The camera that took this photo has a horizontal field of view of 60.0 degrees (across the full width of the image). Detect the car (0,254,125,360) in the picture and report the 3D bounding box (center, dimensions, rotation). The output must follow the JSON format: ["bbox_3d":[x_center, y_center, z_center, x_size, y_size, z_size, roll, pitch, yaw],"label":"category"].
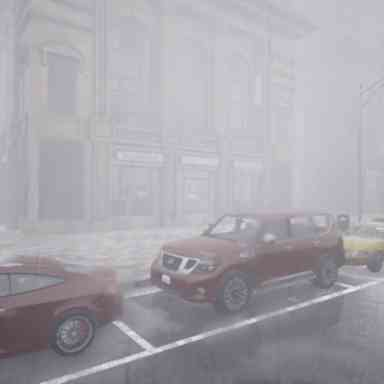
[{"bbox_3d":[-3.000,1.582,4.506,4.206,1.307,1.802,0,0,-36],"label":"car"}]

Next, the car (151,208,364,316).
[{"bbox_3d":[1.561,1.339,7.759,5.009,1.841,2.192,0,0,-36],"label":"car"}]

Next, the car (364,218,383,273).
[{"bbox_3d":[5.982,1.572,10.914,4.829,1.417,1.752,0,0,-36],"label":"car"}]
